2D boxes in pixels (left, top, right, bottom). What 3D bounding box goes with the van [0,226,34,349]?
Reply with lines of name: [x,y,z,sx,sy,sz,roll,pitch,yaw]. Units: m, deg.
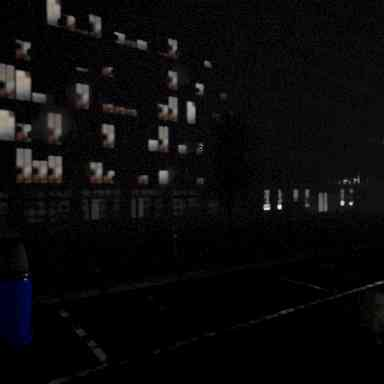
van: [-3.951,1.330,3.758,3.998,1.788,1.690,1,-1,-36]
